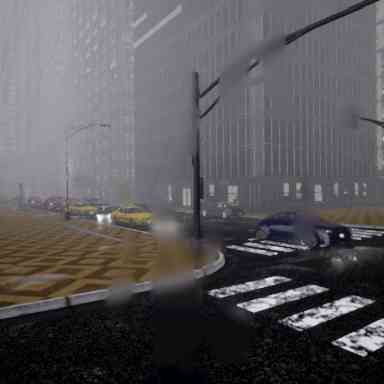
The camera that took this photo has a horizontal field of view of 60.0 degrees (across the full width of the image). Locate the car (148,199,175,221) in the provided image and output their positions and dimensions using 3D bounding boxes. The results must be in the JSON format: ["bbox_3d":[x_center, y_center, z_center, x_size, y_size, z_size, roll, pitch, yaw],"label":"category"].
[{"bbox_3d":[-3.456,1.531,26.444,2.033,1.411,5.357,-1,1,-36],"label":"car"}]

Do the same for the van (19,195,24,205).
[{"bbox_3d":[-26.761,1.302,54.607,1.690,1.788,3.998,-1,1,-36],"label":"van"}]

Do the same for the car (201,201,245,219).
[{"bbox_3d":[2.463,1.455,27.713,2.008,1.369,4.403,-1,1,-36],"label":"car"}]

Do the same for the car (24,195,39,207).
[{"bbox_3d":[-23.514,1.411,50.097,1.967,1.590,4.097,-1,1,-36],"label":"car"}]

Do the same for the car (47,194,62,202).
[{"bbox_3d":[-30.101,1.255,72.742,1.967,1.590,4.097,-1,1,-36],"label":"car"}]

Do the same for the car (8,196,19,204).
[{"bbox_3d":[-33.250,1.493,63.630,2.008,1.369,4.403,-1,1,-36],"label":"car"}]

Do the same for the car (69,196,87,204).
[{"bbox_3d":[-20.363,1.388,59.211,1.887,1.381,4.507,-1,1,-36],"label":"car"}]

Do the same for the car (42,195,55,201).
[{"bbox_3d":[-33.446,1.331,77.391,1.752,1.417,4.829,-1,1,-36],"label":"car"}]

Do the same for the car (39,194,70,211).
[{"bbox_3d":[-17.022,1.429,41.076,1.967,1.590,4.097,-1,1,-36],"label":"car"}]

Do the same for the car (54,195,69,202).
[{"bbox_3d":[-26.854,1.407,68.233,1.802,1.307,4.206,-1,1,-36],"label":"car"}]

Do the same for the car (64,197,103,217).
[{"bbox_3d":[-10.479,1.533,31.885,1.752,1.417,4.829,-1,1,-36],"label":"car"}]

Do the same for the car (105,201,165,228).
[{"bbox_3d":[-4.044,1.551,22.821,1.752,1.417,4.829,-1,1,-36],"label":"car"}]

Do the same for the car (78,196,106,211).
[{"bbox_3d":[-10.293,1.455,35.959,2.128,1.511,4.902,-1,1,-36],"label":"car"}]

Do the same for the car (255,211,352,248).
[{"bbox_3d":[4.832,1.569,14.942,1.994,1.385,4.181,0,0,-36],"label":"car"}]

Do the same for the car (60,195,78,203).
[{"bbox_3d":[-23.609,1.385,63.722,2.008,1.369,4.403,-1,1,-36],"label":"car"}]

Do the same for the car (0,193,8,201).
[{"bbox_3d":[-46.233,1.449,81.672,1.887,1.381,4.507,-1,1,-36],"label":"car"}]
